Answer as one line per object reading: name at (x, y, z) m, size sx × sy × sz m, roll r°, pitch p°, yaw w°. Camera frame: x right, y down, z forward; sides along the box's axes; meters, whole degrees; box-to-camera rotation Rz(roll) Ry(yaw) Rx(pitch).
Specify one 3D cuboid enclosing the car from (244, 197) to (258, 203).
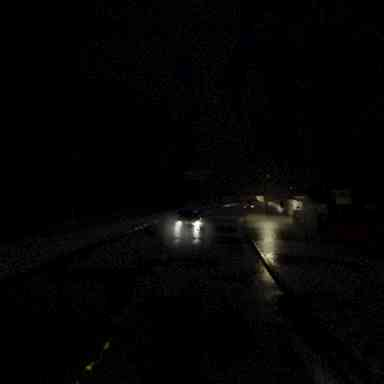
car at (12.312, 1.807, 69.319) m, size 1.882 × 1.535 × 5.008 m, roll 0°, pitch -1°, yaw 24°

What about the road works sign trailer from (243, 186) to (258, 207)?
road works sign trailer at (10.074, 0.704, 56.675) m, size 2.380 × 3.560 × 2.880 m, roll 0°, pitch 0°, yaw 22°

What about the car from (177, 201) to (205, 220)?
car at (-0.031, 1.571, 29.382) m, size 1.882 × 1.535 × 5.008 m, roll 0°, pitch 0°, yaw 10°
